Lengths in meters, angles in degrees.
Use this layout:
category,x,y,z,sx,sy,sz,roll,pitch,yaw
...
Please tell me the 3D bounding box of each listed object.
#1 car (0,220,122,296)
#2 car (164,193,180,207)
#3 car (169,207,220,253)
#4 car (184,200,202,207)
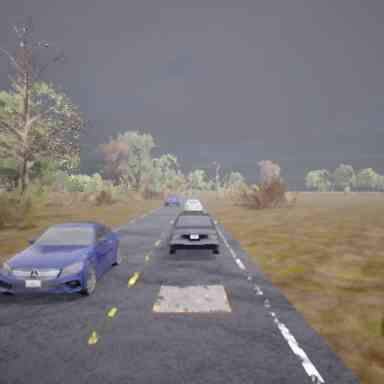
category,x,y,z,sx,sy,sz,roll,pitch,yaw
car,-3.086,1.521,8.782,1.812,1.442,4.674,0,0,0
car,-3.062,1.204,51.905,2.150,2.045,5.566,0,0,0
car,0.084,1.543,13.580,2.033,1.411,5.357,0,0,0
car,0.102,1.513,34.936,1.812,1.442,4.674,0,0,0
